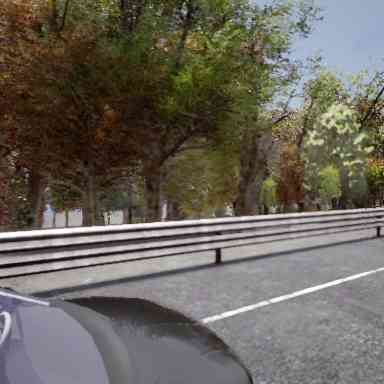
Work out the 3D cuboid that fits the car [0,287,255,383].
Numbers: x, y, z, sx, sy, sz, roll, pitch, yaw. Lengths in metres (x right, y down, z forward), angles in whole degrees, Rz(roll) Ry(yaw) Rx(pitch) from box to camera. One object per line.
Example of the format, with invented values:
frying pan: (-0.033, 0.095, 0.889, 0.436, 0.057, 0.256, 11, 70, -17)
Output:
car: (-1.651, 1.353, 1.747, 4.902, 1.511, 2.128, 2, 9, -38)
